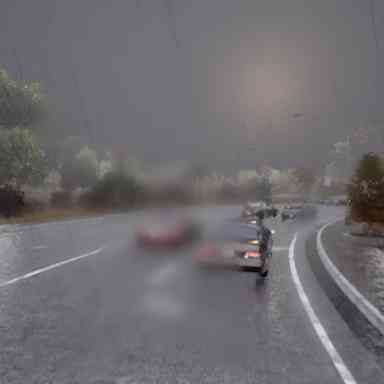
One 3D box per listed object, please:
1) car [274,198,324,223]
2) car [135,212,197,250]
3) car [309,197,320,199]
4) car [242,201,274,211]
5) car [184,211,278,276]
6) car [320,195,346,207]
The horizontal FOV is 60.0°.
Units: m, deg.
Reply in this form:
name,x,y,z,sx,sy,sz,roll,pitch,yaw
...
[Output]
name,x,y,z,sx,sy,sz,roll,pitch,yaw
car,8.555,1.529,26.186,2.128,1.511,4.902,1,0,33
car,-0.808,1.551,14.550,1.994,1.385,4.181,0,0,18
car,19.898,1.497,53.970,4.181,1.385,1.994,0,1,-42
car,5.831,1.523,28.405,1.812,1.442,4.674,1,0,34
car,1.552,1.552,10.480,2.033,1.411,5.357,0,0,15
car,22.343,1.341,51.467,4.553,1.767,2.097,0,1,-42
